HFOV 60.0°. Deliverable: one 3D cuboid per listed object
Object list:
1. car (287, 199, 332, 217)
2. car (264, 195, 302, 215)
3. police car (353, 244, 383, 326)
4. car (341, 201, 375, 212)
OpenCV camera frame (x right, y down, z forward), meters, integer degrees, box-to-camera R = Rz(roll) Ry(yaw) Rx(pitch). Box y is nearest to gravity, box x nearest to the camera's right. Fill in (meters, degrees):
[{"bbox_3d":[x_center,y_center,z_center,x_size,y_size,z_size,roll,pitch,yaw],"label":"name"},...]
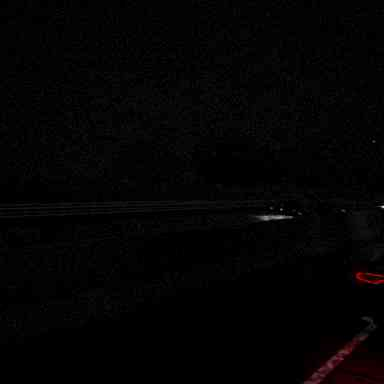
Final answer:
[{"bbox_3d":[11.657,1.640,32.120,2.033,1.411,5.357,0,0,44],"label":"car"},{"bbox_3d":[9.918,1.306,35.348,2.150,2.045,5.566,0,0,44],"label":"car"},{"bbox_3d":[4.809,1.441,6.396,1.930,1.638,5.238,0,0,44],"label":"police car"},{"bbox_3d":[15.638,1.632,31.190,1.837,1.490,4.892,0,0,44],"label":"car"}]
